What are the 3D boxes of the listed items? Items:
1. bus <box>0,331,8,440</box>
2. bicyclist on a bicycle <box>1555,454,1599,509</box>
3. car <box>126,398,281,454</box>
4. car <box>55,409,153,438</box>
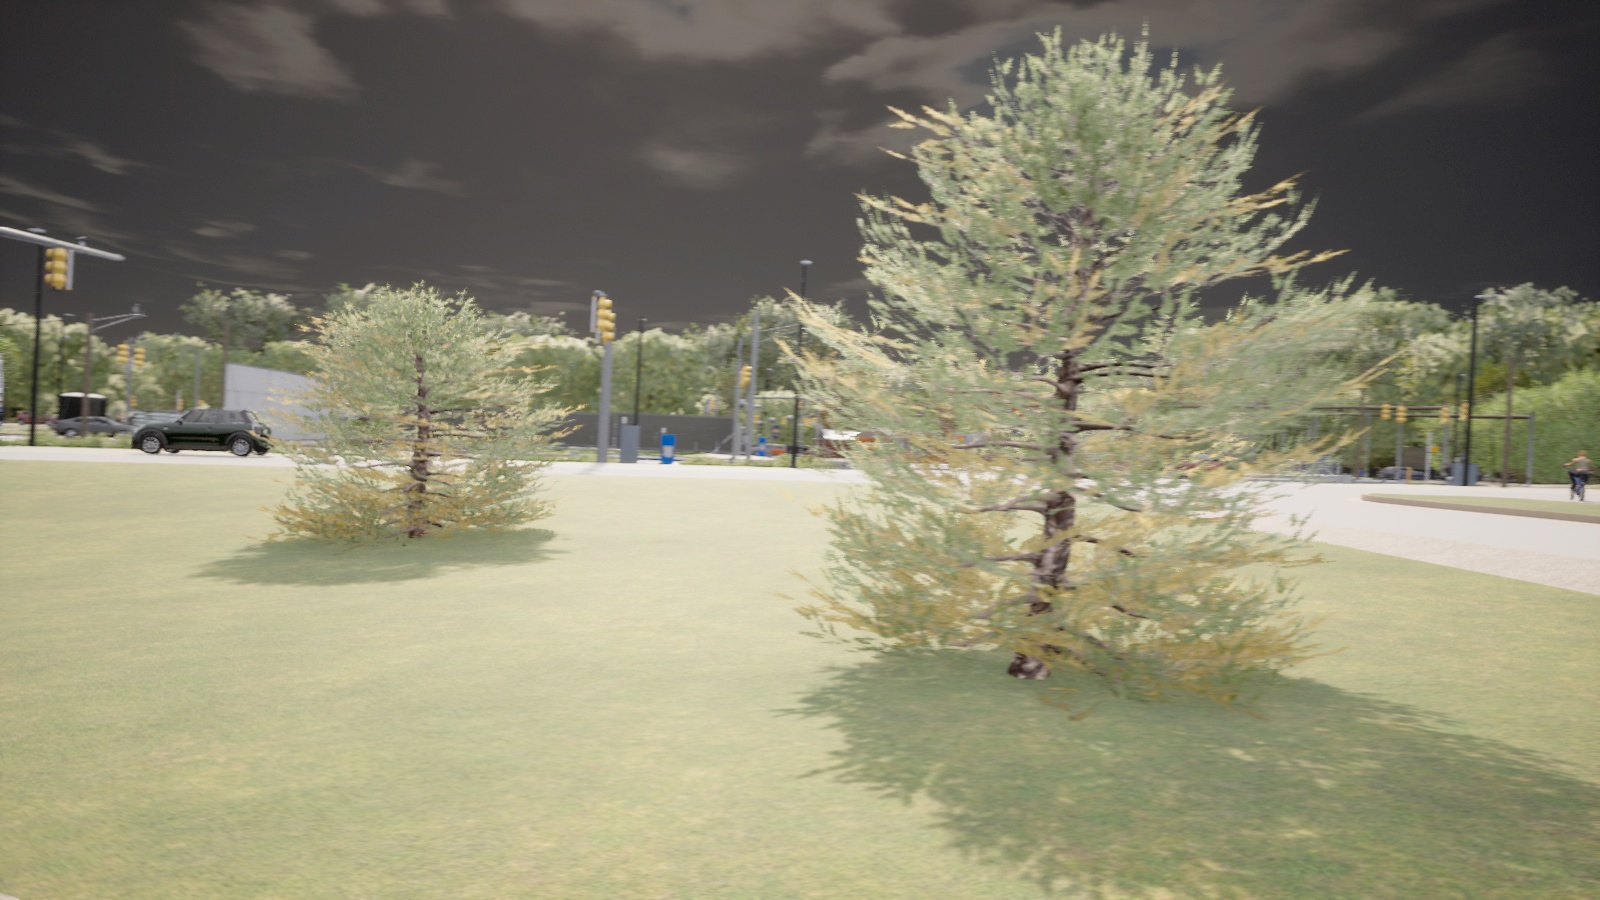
[{"bbox_3d":[-36.151,-2.676,46.951,10.273,4.253,3.944,2,1,-6],"label":"bus"},{"bbox_3d":[24.559,0.989,39.527,0.866,1.612,1.509,6,2,18],"label":"bicyclist on a bicycle"},{"bbox_3d":[-21.280,-0.843,44.965,4.553,1.767,2.097,2,1,-6],"label":"car"},{"bbox_3d":[-42.814,-1.629,77.358,4.902,1.511,2.128,3,0,-15],"label":"car"}]
